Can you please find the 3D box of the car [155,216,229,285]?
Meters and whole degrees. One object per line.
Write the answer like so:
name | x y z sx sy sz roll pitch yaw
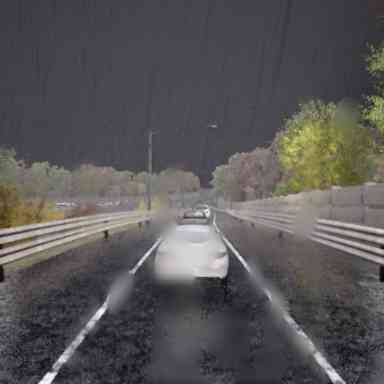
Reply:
car | 0.009 1.636 9.716 1.812 1.442 4.674 0 -1 0

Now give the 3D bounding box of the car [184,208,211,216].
car | 0.206 2.023 22.759 2.128 1.511 4.902 0 -2 1

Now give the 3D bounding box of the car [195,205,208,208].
car | 1.376 2.823 45.187 2.150 2.045 5.566 0 -2 4
